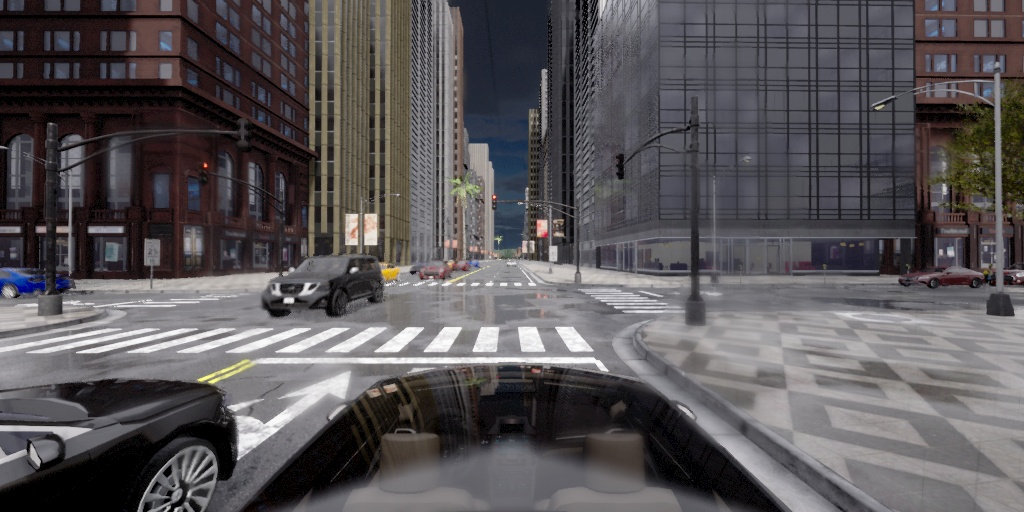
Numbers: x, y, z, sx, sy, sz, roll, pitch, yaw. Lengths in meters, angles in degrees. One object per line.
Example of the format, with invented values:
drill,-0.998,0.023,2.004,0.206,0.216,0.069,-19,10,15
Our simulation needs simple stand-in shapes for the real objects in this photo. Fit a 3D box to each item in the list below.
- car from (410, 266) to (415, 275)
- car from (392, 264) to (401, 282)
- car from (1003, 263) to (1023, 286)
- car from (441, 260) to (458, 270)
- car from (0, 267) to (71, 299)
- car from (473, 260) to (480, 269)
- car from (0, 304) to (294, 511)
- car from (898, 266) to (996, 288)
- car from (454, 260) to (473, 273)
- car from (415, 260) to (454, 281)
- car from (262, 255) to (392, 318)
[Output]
car,-9.921,1.387,40.277,2.033,1.411,5.357,0,0,0
car,-9.900,1.277,26.895,1.882,1.535,5.008,0,0,0
car,32.062,1.120,22.166,4.097,1.591,1.967,0,0,-1
car,-9.941,1.385,57.153,1.882,1.535,5.008,0,-1,0
car,-25.913,1.354,18.422,5.008,1.535,1.882,0,0,1
car,-6.674,1.409,62.282,1.882,1.535,5.008,0,-1,0
car,-3.138,1.241,0.966,2.128,1.511,4.902,0,0,-1
car,26.425,1.278,22.067,4.207,1.307,1.802,0,0,-1
car,-6.684,1.341,46.726,1.882,1.535,5.008,0,0,0
car,-6.582,1.164,31.111,2.097,1.767,4.553,0,0,-2
car,-6.628,0.976,13.415,2.150,2.045,5.566,0,0,0
